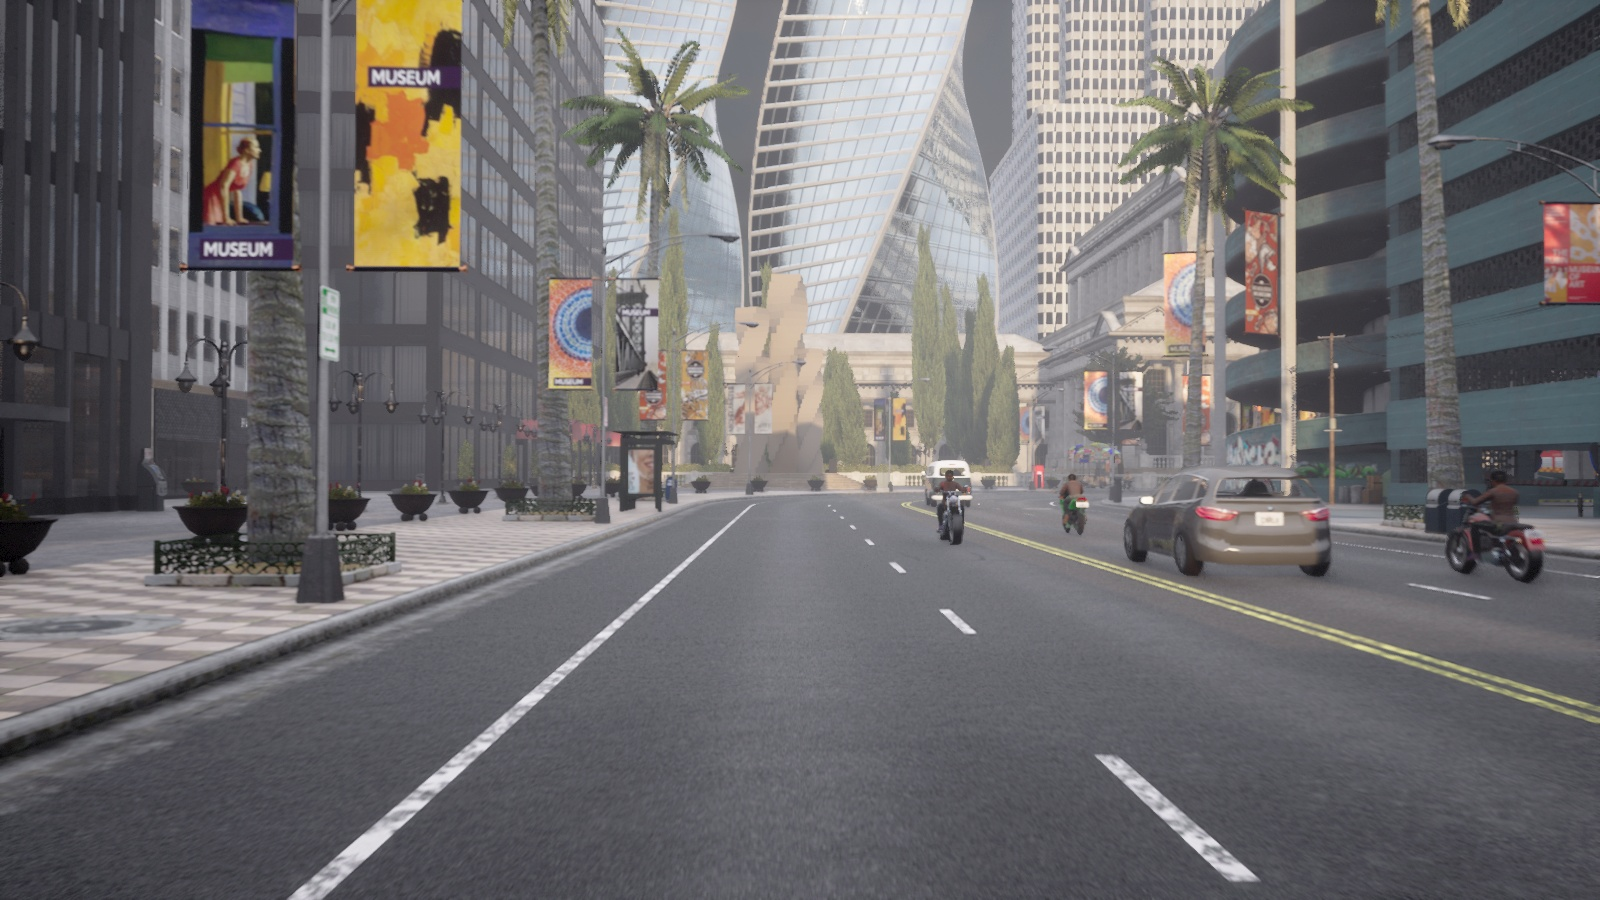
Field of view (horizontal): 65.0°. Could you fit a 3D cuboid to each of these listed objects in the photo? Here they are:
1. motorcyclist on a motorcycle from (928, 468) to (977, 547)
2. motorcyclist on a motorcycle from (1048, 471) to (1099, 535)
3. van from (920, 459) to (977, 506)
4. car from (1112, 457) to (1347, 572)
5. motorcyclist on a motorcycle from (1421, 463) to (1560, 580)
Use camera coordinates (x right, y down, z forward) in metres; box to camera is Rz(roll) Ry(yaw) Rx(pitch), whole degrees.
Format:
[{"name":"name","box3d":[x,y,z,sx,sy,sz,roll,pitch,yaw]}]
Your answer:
[{"name":"motorcyclist on a motorcycle","box3d":[3.296,1.210,27.379,0.766,1.649,2.350,0,-1,0]},{"name":"motorcyclist on a motorcycle","box3d":[6.768,1.292,31.212,0.797,1.523,2.044,0,-1,0]},{"name":"van","box3d":[6.656,1.461,56.730,2.069,2.038,4.480,0,-1,1]},{"name":"car","box3d":[6.845,0.977,20.642,2.242,1.667,4.611,0,-1,0]},{"name":"motorcyclist on a motorcycle","box3d":[10.357,1.040,18.956,0.766,1.649,2.350,0,-1,0]}]
